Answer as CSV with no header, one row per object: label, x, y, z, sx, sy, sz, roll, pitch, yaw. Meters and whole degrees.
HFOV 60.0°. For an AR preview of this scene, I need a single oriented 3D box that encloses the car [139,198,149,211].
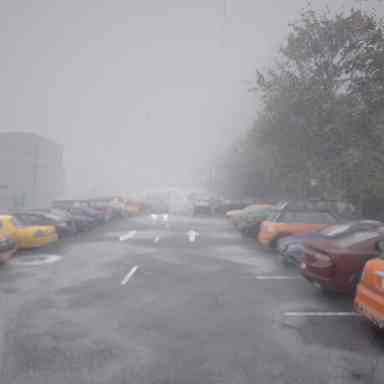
car,-8.038,1.840,41.062,4.674,1.452,2.002,0,0,0

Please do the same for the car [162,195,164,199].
car,-8.004,1.765,60.569,4.792,1.488,2.163,0,1,0

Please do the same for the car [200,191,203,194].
car,5.052,1.039,85.836,4.674,1.452,2.002,0,2,0

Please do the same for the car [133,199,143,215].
car,-7.851,1.737,32.713,5.366,1.575,1.946,0,0,0

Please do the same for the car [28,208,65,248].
car,-8.224,1.590,13.230,5.366,1.575,1.946,0,0,0

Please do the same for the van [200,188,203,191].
van,4.923,0.661,88.496,4.442,1.987,1.878,-1,2,0

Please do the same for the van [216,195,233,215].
van,4.927,1.514,32.750,4.442,1.987,1.878,0,0,0

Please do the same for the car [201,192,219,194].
car,5.233,1.425,74.558,5.366,1.575,1.946,0,2,0

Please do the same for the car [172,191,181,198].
car,-3.491,1.256,79.983,1.837,1.490,4.892,0,2,0

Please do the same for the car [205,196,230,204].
car,5.042,1.637,66.324,5.008,1.535,2.097,0,1,0

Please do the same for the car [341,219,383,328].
car,5.009,1.398,4.901,4.553,1.767,2.185,0,-1,0

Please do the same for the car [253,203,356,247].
car,5.010,1.468,13.255,4.553,1.767,2.185,0,0,0

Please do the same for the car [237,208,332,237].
car,5.071,1.667,18.826,4.792,1.488,2.163,0,0,0

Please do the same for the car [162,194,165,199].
car,-8.062,1.722,63.357,4.792,1.488,2.163,0,1,0

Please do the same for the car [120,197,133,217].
car,-8.068,1.596,30.056,4.553,1.767,2.185,0,0,0

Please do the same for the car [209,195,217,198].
car,4.861,1.791,55.172,5.366,1.575,1.946,0,1,0

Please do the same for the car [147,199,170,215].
car,-3.596,1.858,38.338,1.994,1.385,4.181,0,0,0

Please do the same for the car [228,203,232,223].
car,5.049,1.659,21.608,4.892,1.521,2.231,0,0,0

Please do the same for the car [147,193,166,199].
car,-8.064,1.515,66.141,4.553,1.767,2.185,0,1,0

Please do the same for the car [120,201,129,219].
car,-8.030,1.701,27.147,4.892,1.521,2.231,0,0,0

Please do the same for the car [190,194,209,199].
car,1.055,1.684,51.802,2.097,1.767,4.553,0,0,0

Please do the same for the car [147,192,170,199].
car,-8.038,1.431,74.502,4.892,1.521,2.231,0,2,0

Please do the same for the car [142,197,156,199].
car,-8.040,1.823,46.635,5.008,1.535,2.097,0,0,0

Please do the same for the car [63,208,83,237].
car,-8.035,1.656,16.013,4.674,1.452,2.002,0,0,0

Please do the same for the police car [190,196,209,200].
police car,1.055,1.766,45.946,1.930,1.638,5.238,0,0,0

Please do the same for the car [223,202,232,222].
car,5.048,1.679,24.394,5.008,1.535,2.097,0,0,0

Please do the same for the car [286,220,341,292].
car,5.036,1.547,7.685,5.008,1.535,2.097,0,0,0

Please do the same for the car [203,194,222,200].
car,5.051,1.157,83.054,4.674,1.452,2.002,0,2,0

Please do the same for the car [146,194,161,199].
car,-8.003,1.670,55.000,4.553,1.767,2.185,0,0,0

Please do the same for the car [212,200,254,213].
car,5.039,1.801,41.226,5.008,1.535,2.097,0,0,0

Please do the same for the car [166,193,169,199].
car,-8.061,1.542,71.725,4.792,1.488,2.163,0,1,0

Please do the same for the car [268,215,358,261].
car,5.044,1.610,10.469,4.674,1.452,2.002,0,0,0

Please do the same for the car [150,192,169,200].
car,-8.000,1.000,82.854,4.553,1.767,2.185,0,2,0

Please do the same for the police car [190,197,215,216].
police car,1.054,1.708,35.948,1.930,1.638,5.238,0,0,0

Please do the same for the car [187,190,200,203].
car,0.010,1.117,70.531,2.150,2.045,5.566,0,2,0

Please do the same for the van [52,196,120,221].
van,-7.920,1.454,24.365,4.442,1.987,1.878,0,0,0

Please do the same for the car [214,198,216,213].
car,5.230,1.777,38.318,5.366,1.575,1.946,0,0,0

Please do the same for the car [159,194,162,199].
car,-8.003,1.645,57.780,4.553,1.767,2.185,0,1,0

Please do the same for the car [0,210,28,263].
car,-8.070,1.445,10.448,4.553,1.767,2.185,0,0,0

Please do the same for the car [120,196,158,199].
car,-8.041,1.822,49.425,5.008,1.535,2.097,0,0,0

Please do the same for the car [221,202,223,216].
car,5.046,1.740,27.178,4.674,1.452,2.002,0,0,0

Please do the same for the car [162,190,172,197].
car,-8.003,1.087,77.281,5.566,2.045,2.435,0,2,0

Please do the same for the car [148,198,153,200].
car,-8.064,1.845,43.848,4.792,1.488,2.163,0,0,0

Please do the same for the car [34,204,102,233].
car,-8.043,1.637,18.797,5.008,1.535,2.097,0,0,0

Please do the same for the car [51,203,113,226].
car,-8.032,1.658,21.580,5.008,1.535,2.097,0,0,0

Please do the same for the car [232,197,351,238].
car,5.014,1.365,16.040,5.566,2.045,2.435,0,0,0
